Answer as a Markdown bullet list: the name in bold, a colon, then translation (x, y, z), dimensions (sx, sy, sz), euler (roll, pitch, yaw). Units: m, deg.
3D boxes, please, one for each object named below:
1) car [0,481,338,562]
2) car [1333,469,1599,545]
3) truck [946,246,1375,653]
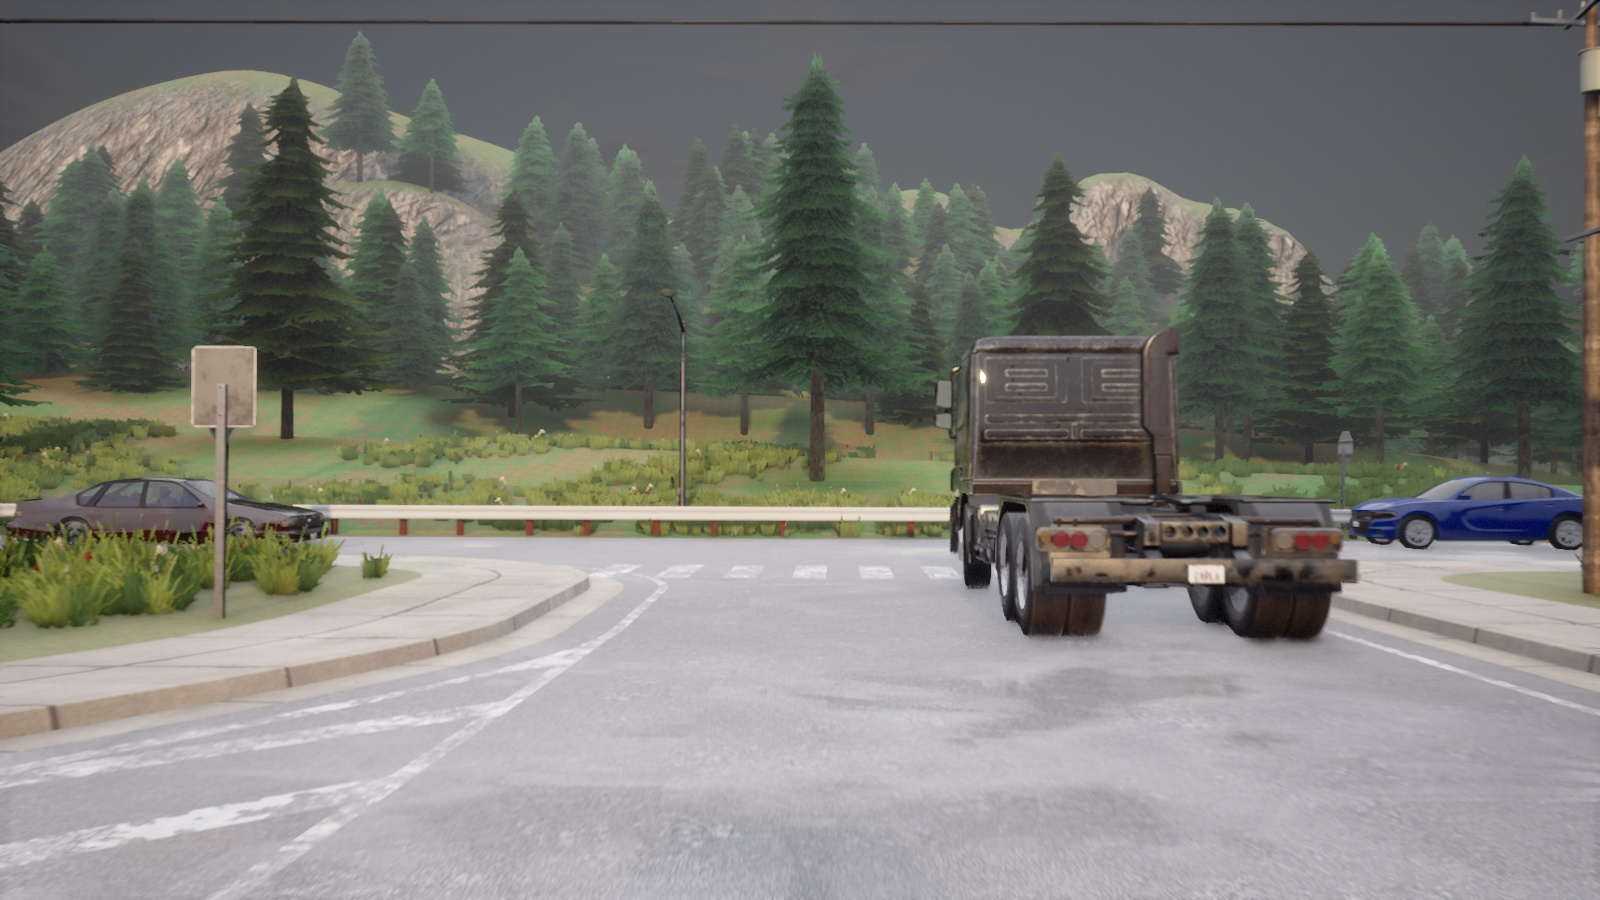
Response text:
- **car**: translation (-11.705, 1.303, 23.501), dimensions (5.357, 1.411, 2.033), euler (0, -1, 1)
- **car**: translation (14.216, 1.182, 26.609), dimensions (5.008, 1.535, 1.882), euler (0, -1, 1)
- **truck**: translation (3.532, 0.065, 14.709), dimensions (2.891, 3.462, 7.936), euler (0, -1, 1)
